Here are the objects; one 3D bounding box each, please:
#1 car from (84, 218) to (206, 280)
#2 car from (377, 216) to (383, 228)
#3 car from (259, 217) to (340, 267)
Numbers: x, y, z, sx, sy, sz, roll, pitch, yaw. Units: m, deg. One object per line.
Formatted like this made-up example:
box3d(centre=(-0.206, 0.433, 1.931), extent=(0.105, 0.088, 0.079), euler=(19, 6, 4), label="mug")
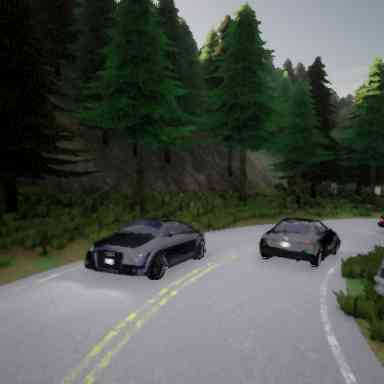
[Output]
box3d(centre=(-1.158, 1.485, 9.866), extent=(1.994, 1.385, 4.181), euler=(2, 1, 25), label="car")
box3d(centre=(13.412, 1.717, 19.234), extent=(5.357, 1.411, 2.033), euler=(1, 4, -18), label="car")
box3d(centre=(4.027, 1.638, 12.139), extent=(1.994, 1.385, 4.181), euler=(4, 1, 33), label="car")
